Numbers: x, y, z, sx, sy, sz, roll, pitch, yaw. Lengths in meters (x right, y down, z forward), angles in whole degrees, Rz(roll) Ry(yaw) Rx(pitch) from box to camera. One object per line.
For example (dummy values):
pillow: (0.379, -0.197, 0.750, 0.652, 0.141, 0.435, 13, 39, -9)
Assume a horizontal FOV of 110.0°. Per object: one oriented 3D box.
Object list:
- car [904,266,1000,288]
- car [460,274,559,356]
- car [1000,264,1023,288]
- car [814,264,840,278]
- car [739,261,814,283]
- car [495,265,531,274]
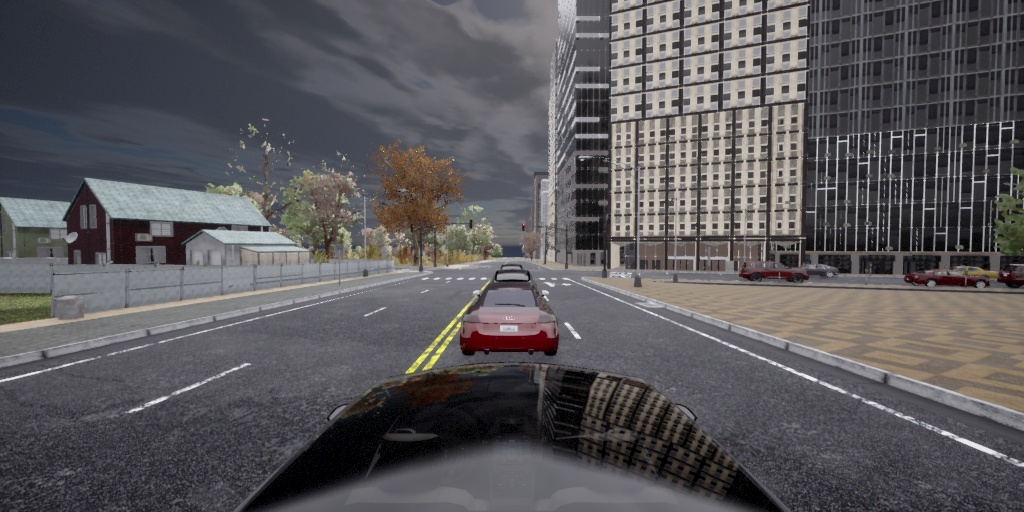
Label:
car: (33.630, 1.715, 27.828, 4.507, 1.381, 1.888, 0, 0, 20)
car: (-0.032, 1.311, 8.642, 1.994, 1.385, 4.181, 0, 0, 1)
car: (38.956, 1.530, 25.885, 5.009, 1.841, 2.192, 0, 0, 20)
car: (31.007, 1.469, 37.172, 4.403, 1.370, 2.007, 0, 0, 20)
car: (22.980, 1.394, 31.714, 5.009, 1.841, 2.192, 0, 0, 20)
car: (0.030, 1.251, 14.027, 1.837, 1.490, 4.892, 0, 0, 0)
